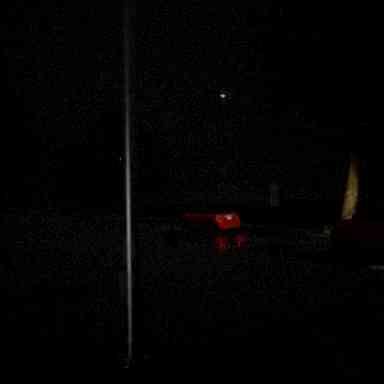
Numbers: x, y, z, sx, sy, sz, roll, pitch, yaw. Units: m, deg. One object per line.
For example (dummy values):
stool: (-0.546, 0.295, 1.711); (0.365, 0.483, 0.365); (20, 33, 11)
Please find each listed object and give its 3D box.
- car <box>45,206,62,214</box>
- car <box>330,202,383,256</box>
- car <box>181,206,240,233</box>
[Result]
car: (-24.305, 3.111, 58.351); (1.994, 1.385, 4.181); (-1, -1, -37)
car: (6.928, 1.322, 10.991); (2.150, 2.045, 5.566); (-1, -1, -10)
car: (1.129, 1.735, 22.983); (2.097, 1.767, 4.553); (-1, -1, -36)
